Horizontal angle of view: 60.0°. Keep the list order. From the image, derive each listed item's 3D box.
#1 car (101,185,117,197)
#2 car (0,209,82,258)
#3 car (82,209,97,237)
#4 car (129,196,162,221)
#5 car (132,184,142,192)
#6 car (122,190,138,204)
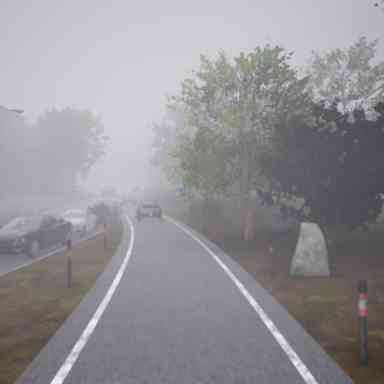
[{"bbox_3d":[-14.843,-0.191,59.744,2.150,2.045,5.566,0,3,-7],"label":"car"},{"bbox_3d":[-6.763,1.722,14.151,2.097,1.535,5.008,-1,-1,2],"label":"car"},{"bbox_3d":[-7.044,1.788,20.288,2.002,1.452,4.674,2,0,-4],"label":"car"},{"bbox_3d":[-3.567,1.365,26.374,2.128,1.511,4.902,-1,1,-14],"label":"car"},{"bbox_3d":[-12.613,-0.954,75.847,2.097,1.767,4.553,0,2,-7],"label":"car"},{"bbox_3d":[-8.165,0.891,43.450,1.895,1.301,4.718,-1,3,-9],"label":"car"}]
